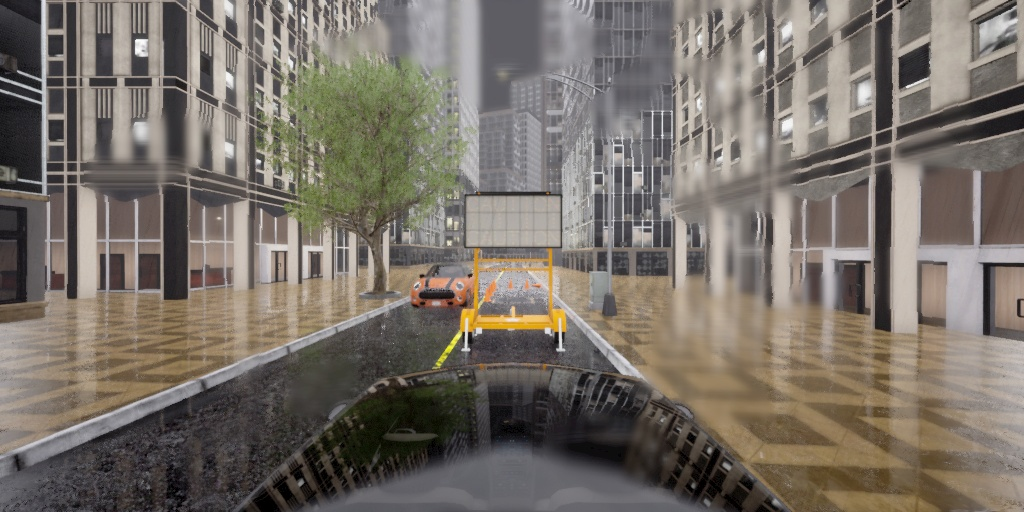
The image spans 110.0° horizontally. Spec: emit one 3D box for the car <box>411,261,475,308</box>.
[{"bbox_3d":[-2.692,1.102,15.040,2.097,1.767,4.553,0,0,0],"label":"car"}]

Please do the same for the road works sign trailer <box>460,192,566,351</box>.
[{"bbox_3d":[0.034,0.214,8.941,2.380,3.560,2.880,0,0,0],"label":"road works sign trailer"}]
